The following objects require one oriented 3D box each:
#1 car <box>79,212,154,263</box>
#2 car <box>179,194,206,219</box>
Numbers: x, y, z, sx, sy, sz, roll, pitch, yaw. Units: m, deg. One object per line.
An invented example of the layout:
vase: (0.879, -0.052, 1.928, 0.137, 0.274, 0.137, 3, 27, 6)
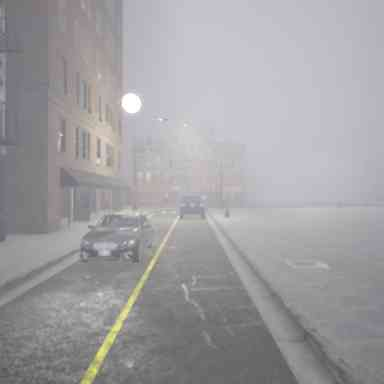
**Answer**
car: (-2.505, 1.491, 11.990, 2.128, 1.511, 4.902, 0, 0, 0)
car: (0.047, 1.228, 29.263, 2.150, 2.045, 5.566, 0, 0, 1)
